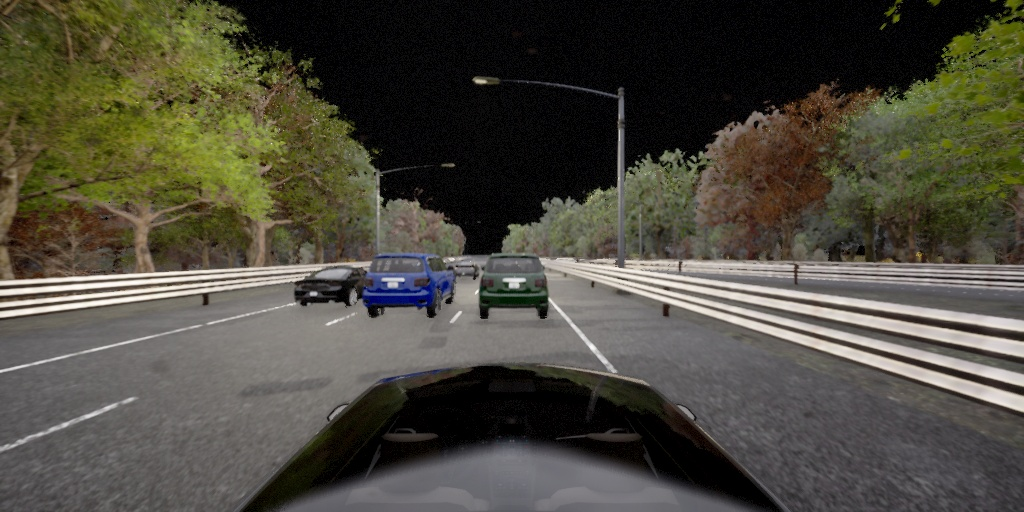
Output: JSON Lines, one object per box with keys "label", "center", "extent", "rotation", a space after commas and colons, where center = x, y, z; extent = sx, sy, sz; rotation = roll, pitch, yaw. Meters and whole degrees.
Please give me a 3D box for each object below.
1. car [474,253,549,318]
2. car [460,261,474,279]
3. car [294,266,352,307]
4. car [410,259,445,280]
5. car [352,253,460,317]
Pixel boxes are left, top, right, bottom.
{"label": "car", "center": [0.042, 0.917, 12.884], "extent": [2.150, 2.045, 5.566], "rotation": [0, 0, 0]}
{"label": "car", "center": [-3.689, 1.119, 29.502], "extent": [2.128, 1.511, 4.902], "rotation": [0, 0, -1]}
{"label": "car", "center": [-6.981, 1.166, 15.052], "extent": [1.882, 1.535, 5.008], "rotation": [0, 0, 0]}
{"label": "car", "center": [-7.220, 1.100, 31.151], "extent": [1.882, 1.535, 5.008], "rotation": [0, 0, -1]}
{"label": "car", "center": [-3.460, 0.917, 13.040], "extent": [2.150, 2.045, 5.566], "rotation": [0, 0, 0]}
